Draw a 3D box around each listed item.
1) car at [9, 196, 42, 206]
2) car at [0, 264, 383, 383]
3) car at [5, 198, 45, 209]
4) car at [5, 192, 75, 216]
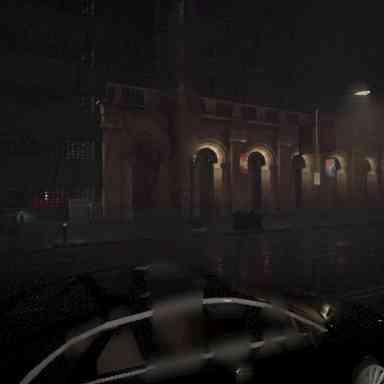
[{"bbox_3d":[-27.477,1.412,54.838,4.786,1.482,2.161,0,0,-29],"label":"car"},{"bbox_3d":[-0.091,1.490,3.131,4.902,1.511,2.128,0,0,-29],"label":"car"},{"bbox_3d":[-22.306,1.462,44.445,4.718,1.301,1.895,0,0,-29],"label":"car"},{"bbox_3d":[-12.746,1.028,28.586,5.566,2.045,2.435,0,0,-29],"label":"car"}]
